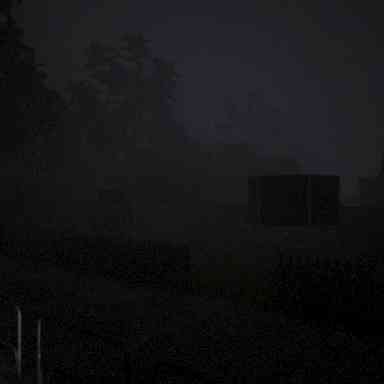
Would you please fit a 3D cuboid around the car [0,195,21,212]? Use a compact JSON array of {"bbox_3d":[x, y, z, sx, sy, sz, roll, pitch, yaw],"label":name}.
[{"bbox_3d":[-20.309,1.166,33.753,2.150,2.045,5.566,0,0,35],"label":"car"}]
